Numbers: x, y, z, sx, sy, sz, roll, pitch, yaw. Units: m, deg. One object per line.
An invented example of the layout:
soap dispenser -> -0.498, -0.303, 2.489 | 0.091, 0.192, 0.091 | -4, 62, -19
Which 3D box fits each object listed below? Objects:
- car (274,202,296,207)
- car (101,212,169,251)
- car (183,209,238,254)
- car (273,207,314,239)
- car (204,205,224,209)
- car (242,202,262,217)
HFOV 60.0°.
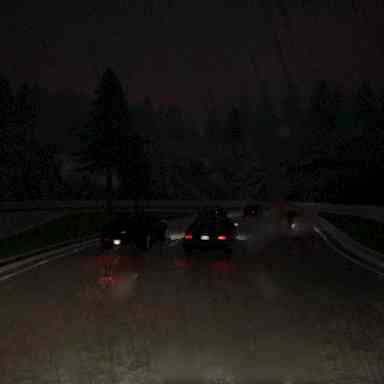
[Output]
car -> 9.940, 1.837, 35.475 | 1.882, 1.535, 5.008 | 0, -1, 6
car -> -2.395, 1.657, 14.957 | 1.837, 1.490, 4.892 | -1, -1, 10
car -> 0.911, 1.693, 14.261 | 2.033, 1.411, 5.357 | 0, -1, 10
car -> 5.746, 1.756, 18.873 | 1.994, 1.385, 4.181 | 0, -1, 15
car -> 2.146, 1.926, 32.064 | 1.895, 1.301, 4.718 | 0, -1, 15
car -> 6.389, 1.837, 35.482 | 1.882, 1.535, 5.008 | 0, -1, 7
